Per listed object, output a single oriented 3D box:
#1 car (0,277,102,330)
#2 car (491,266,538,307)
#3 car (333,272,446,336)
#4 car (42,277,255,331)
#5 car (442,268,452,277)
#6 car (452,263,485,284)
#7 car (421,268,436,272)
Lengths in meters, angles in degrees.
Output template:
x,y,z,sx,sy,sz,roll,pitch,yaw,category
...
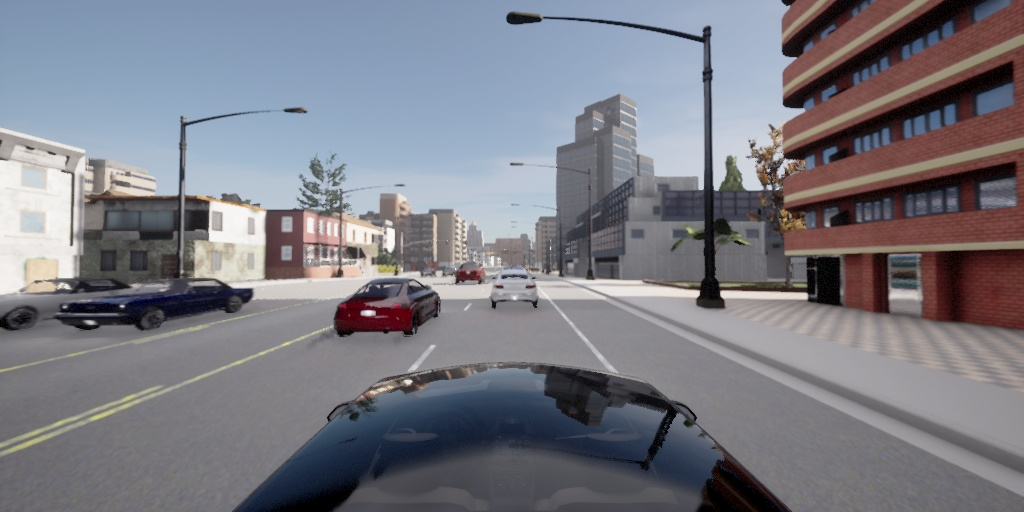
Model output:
x,y,z,sx,sy,sz,roll,pitch,yaw,category
-14.102,1.370,11.209,1.895,1.301,4.718,0,0,0,car
0.099,1.310,15.491,1.812,1.442,4.674,0,0,0,car
-3.403,1.332,10.505,1.994,1.385,4.181,0,0,0,car
-10.602,1.370,11.225,1.895,1.301,4.718,0,0,0,car
-10.516,2.774,60.149,2.128,1.511,4.902,0,-2,0,car
-3.403,1.381,30.020,2.097,1.767,4.553,0,-2,0,car
-14.016,2.774,60.154,2.128,1.511,4.902,0,-2,0,car
